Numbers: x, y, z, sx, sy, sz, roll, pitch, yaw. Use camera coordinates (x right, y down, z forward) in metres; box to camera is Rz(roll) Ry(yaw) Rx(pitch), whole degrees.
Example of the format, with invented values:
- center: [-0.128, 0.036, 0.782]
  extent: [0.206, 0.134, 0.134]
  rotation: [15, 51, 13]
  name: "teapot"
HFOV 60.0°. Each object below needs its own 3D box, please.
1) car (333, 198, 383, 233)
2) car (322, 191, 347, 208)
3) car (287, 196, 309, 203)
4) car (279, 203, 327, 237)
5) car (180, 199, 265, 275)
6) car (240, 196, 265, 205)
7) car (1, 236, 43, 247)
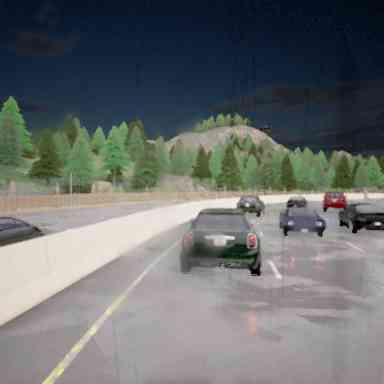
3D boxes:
- center: [9.427, 1.341, 18.355]
  extent: [1.882, 1.535, 5.008]
  rotation: [0, 1, 13]
  name: "car"
- center: [14.938, 0.950, 34.857]
  extent: [2.150, 2.045, 5.566]
  rotation: [0, 1, 24]
  name: "car"
- center: [10.975, 1.192, 34.555]
  extent: [1.882, 1.535, 5.008]
  rotation: [0, 1, 22]
  name: "car"
- center: [5.577, 1.457, 17.360]
  extent: [1.895, 1.301, 4.718]
  rotation: [0, 1, 11]
  name: "car"
- center: [0.950, 1.255, 10.378]
  extent: [2.097, 1.767, 4.553]
  rotation: [0, 1, 7]
  name: "car"
- center: [5.153, 1.095, 28.926]
  extent: [2.097, 1.767, 4.553]
  rotation: [0, 1, 18]
  name: "car"
- center: [-6.347, 1.440, 10.068]
  extent: [1.994, 1.385, 4.181]
  rotation: [0, 0, 6]
  name: "car"
